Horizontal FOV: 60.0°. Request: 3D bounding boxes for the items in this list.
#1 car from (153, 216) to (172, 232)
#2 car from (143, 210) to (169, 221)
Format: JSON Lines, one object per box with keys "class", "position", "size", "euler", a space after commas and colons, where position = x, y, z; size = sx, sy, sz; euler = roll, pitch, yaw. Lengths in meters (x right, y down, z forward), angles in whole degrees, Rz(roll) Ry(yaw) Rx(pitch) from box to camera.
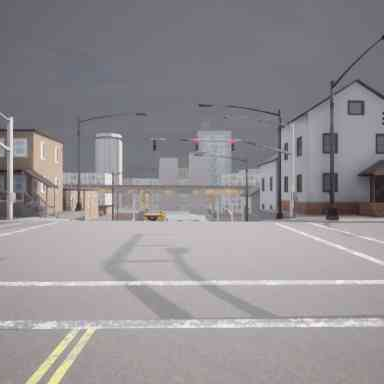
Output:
{"class": "car", "position": [-3.781, 4.235, 43.687], "size": [2.128, 1.511, 4.902], "euler": [0, -13, -1]}
{"class": "car", "position": [-3.673, 2.536, 33.465], "size": [1.882, 1.535, 5.008], "euler": [0, -9, 1]}
